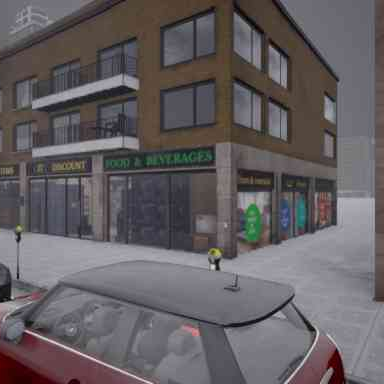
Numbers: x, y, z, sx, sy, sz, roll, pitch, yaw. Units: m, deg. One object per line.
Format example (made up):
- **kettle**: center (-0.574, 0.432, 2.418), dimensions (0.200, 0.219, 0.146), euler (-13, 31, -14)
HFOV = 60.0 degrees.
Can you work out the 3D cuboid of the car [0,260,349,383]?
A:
- **car**: center (-0.722, 1.440, 3.318), dimensions (4.097, 1.590, 1.967), euler (0, 0, 35)
